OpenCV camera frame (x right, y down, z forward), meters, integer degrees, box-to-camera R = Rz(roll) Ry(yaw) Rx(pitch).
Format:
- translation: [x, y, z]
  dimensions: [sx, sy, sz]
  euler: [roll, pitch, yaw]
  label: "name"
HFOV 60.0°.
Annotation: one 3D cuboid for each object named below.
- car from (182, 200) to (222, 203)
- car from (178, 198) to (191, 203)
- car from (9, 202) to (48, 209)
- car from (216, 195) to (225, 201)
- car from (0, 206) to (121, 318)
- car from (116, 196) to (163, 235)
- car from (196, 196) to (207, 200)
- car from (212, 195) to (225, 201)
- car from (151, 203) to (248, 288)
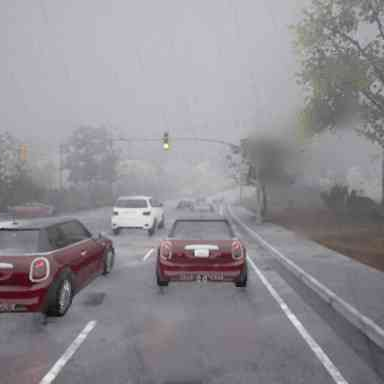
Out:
- translation: [0.646, 1.506, 21.116]
  dimensions: [2.128, 1.511, 4.902]
  euler: [0, 0, 3]
  label: "car"
- translation: [-0.928, 1.555, 47.177]
  dimensions: [1.812, 1.442, 4.674]
  euler: [0, 0, 5]
  label: "car"
- translation: [-14.478, 1.580, 30.572]
  dimensions: [4.181, 1.385, 1.994]
  euler: [0, 0, 0]
  label: "car"
- translation: [7.109, 1.445, 82.064]
  dimensions: [1.812, 1.442, 4.674]
  euler: [0, 0, 10]
  label: "car"
- translation: [-3.279, 1.356, 7.593]
  dimensions: [2.097, 1.767, 4.553]
  euler: [0, 0, 1]
  label: "car"
- translation: [-2.953, 1.234, 19.110]
  dimensions: [2.150, 2.045, 5.566]
  euler: [0, 0, 2]
  label: "car"
- translation: [2.119, 1.547, 73.037]
  dimensions: [1.837, 1.490, 4.892]
  euler: [0, 0, 9]
  label: "car"
- translation: [5.486, 1.636, 71.960]
  dimensions: [1.895, 1.301, 4.718]
  euler: [0, 0, 9]
  label: "car"
- translation: [0.257, 1.358, 9.427]
  dimensions: [2.097, 1.767, 4.553]
  euler: [0, 0, 1]
  label: "car"
